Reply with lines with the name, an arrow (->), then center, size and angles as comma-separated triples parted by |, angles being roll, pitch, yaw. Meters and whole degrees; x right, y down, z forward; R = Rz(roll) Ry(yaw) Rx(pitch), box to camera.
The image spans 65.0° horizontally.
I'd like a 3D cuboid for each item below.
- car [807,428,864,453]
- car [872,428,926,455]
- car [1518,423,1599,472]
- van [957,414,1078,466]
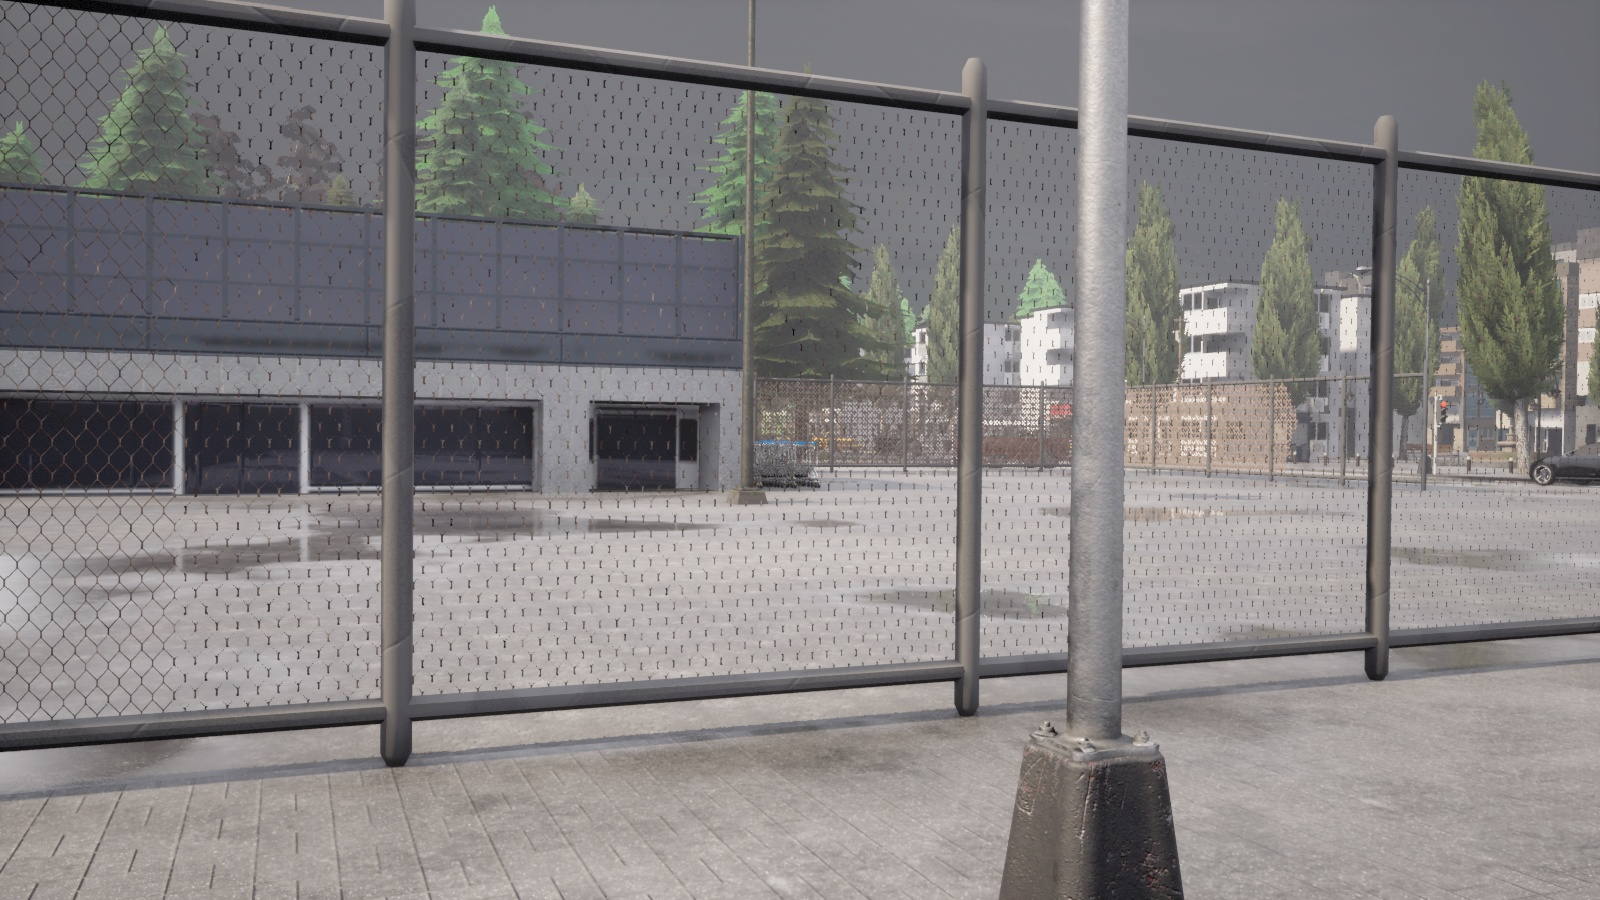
car -> 2.346, -0.664, 84.518 | 1.801, 1.575, 5.366 | -1, 1, -22
car -> 5.938, -0.520, 75.749 | 1.789, 1.549, 3.705 | -1, 1, -21
car -> 25.242, -0.109, 39.003 | 2.163, 1.488, 4.792 | -1, 1, -22
van -> 9.008, -0.423, 52.050 | 4.480, 2.038, 2.069 | -1, 1, -20
